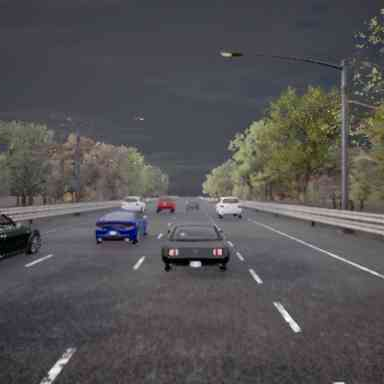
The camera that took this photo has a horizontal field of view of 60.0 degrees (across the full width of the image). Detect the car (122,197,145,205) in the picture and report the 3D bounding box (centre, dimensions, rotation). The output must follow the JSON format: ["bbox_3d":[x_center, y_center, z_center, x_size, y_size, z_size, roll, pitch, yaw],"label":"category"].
[{"bbox_3d":[-6.888,1.583,39.629,2.150,2.045,5.566,0,0,0],"label":"car"}]

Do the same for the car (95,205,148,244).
[{"bbox_3d":[-3.393,1.629,16.730,1.882,1.535,5.008,0,0,0],"label":"car"}]

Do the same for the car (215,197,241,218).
[{"bbox_3d":[3.611,1.526,33.523,2.150,2.045,5.566,0,0,0],"label":"car"}]

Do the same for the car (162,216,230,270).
[{"bbox_3d":[0.104,1.703,11.330,1.895,1.301,4.718,0,0,0],"label":"car"}]

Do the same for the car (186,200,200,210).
[{"bbox_3d":[0.117,1.967,52.151,2.128,1.511,4.902,0,0,0],"label":"car"}]

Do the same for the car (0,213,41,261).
[{"bbox_3d":[-6.896,1.452,11.032,2.097,1.767,4.553,0,-1,0],"label":"car"}]

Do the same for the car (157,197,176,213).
[{"bbox_3d":[-3.384,1.624,44.067,2.150,2.045,5.566,0,0,0],"label":"car"}]
